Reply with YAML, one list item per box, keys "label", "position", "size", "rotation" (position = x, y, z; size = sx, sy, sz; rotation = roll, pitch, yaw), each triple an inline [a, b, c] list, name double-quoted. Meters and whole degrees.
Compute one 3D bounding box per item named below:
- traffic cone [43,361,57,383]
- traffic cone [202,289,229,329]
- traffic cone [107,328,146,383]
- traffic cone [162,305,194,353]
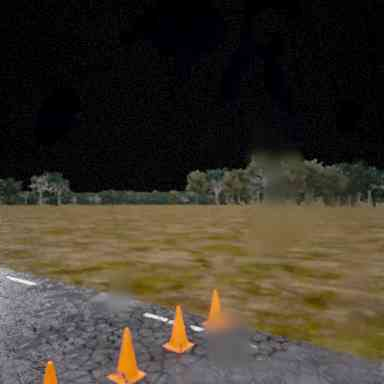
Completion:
- label: "traffic cone"
  position: [-1.396, 1.965, 3.270]
  size: [0.340, 0.580, 0.340]
  rotation: [0, 0, 37]
- label: "traffic cone"
  position: [0.395, 1.962, 5.677]
  size: [0.340, 0.580, 0.340]
  rotation: [0, 0, 37]
- label: "traffic cone"
  position: [-0.799, 1.964, 4.073]
  size: [0.340, 0.580, 0.340]
  rotation: [0, 0, 37]
- label: "traffic cone"
  position: [-0.202, 1.963, 4.875]
  size: [0.340, 0.580, 0.340]
  rotation: [0, 0, 37]
